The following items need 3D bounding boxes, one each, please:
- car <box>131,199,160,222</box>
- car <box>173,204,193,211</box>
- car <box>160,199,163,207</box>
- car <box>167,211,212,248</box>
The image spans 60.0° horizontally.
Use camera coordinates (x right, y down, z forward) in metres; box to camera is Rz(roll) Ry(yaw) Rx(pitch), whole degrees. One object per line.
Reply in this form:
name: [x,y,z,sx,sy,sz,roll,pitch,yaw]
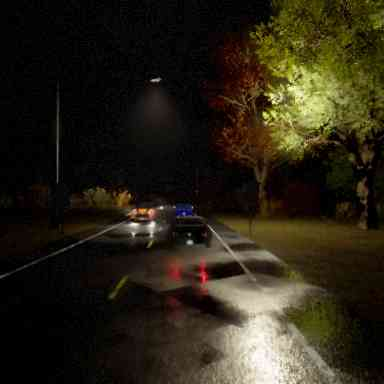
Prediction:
car: [-4.421,1.779,31.017,2.097,1.767,4.553,0,-1,-3]
car: [-0.879,1.943,34.104,1.882,1.535,5.008,0,-1,-3]
car: [-7.319,2.336,72.127,2.097,1.767,4.553,0,-1,-5]
car: [-0.143,1.816,15.946,1.895,1.301,4.718,0,-1,-1]
